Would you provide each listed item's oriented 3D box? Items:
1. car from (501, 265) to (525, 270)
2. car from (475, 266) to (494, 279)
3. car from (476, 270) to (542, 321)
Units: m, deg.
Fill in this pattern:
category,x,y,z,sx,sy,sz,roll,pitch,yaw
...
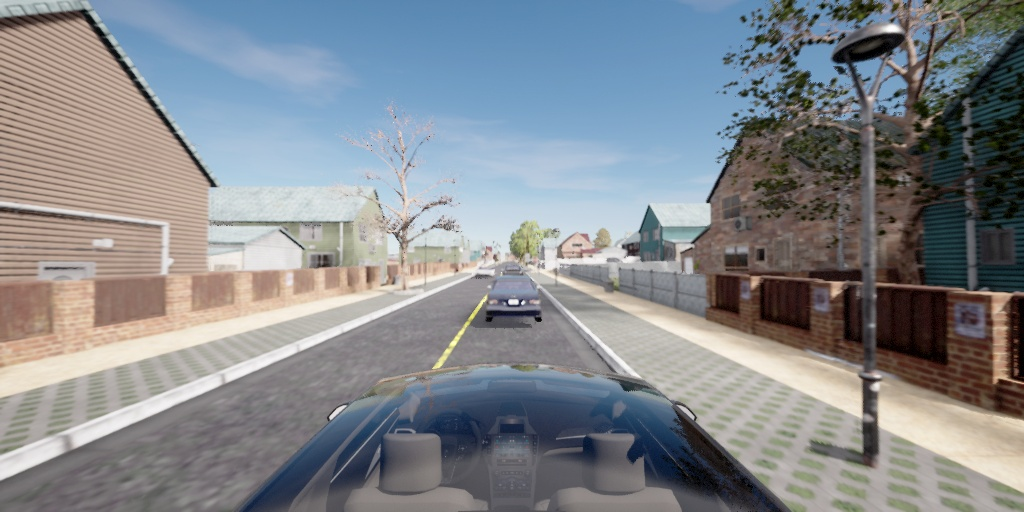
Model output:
category,x,y,z,sx,sy,sz,roll,pitch,yaw
car,0.078,1.526,31.486,2.128,1.511,4.902,0,-1,0
car,-2.837,1.694,37.808,1.895,1.301,4.718,0,-1,0
car,0.063,1.406,12.923,2.033,1.411,5.357,0,-1,0
